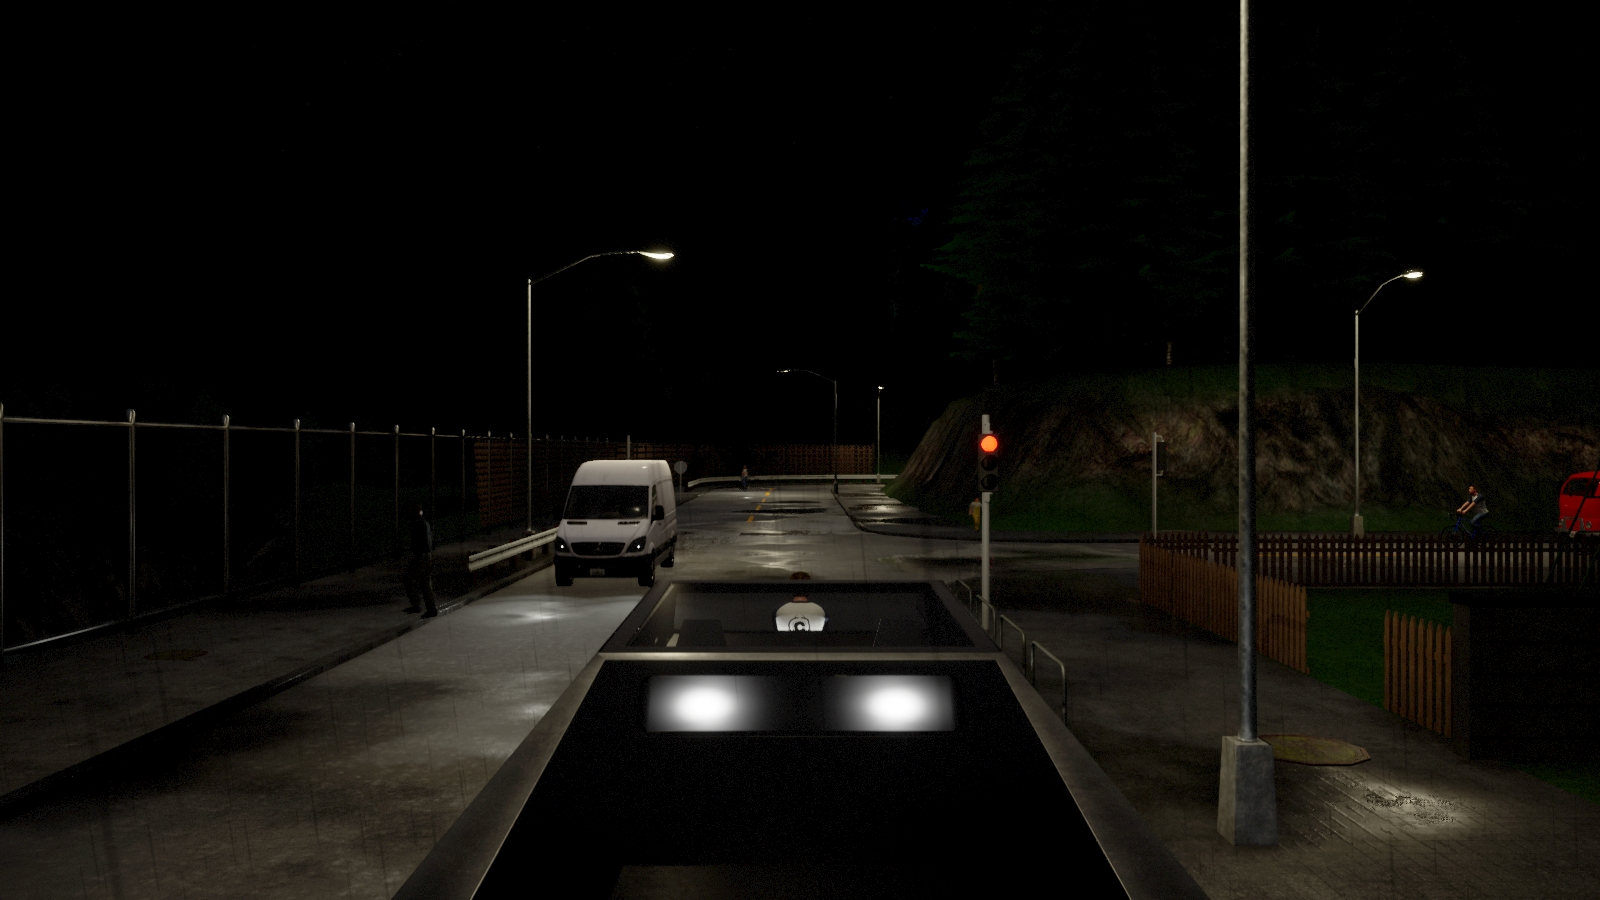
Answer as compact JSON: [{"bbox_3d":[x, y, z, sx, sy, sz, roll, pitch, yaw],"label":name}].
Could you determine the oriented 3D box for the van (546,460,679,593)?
[{"bbox_3d":[-3.990,1.525,25.402,1.988,2.561,5.915,0,0,0],"label":"van"}]

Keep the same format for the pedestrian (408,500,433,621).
[{"bbox_3d":[-5.990,1.738,18.052,0.375,1.860,0.375,0,0,-17],"label":"pedestrian"}]

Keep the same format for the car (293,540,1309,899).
[{"bbox_3d":[0.002,1.759,5.826,2.390,2.098,6.274,0,0,0],"label":"car"}]

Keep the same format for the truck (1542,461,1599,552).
[{"bbox_3d":[24.435,1.556,32.287,5.204,2.467,2.627,0,0,0],"label":"truck"}]

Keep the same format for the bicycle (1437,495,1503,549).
[{"bbox_3d":[18.925,2.043,32.290,1.643,1.496,0.373,0,0,0],"label":"bicycle"}]

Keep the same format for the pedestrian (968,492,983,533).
[{"bbox_3d":[5.642,2.002,36.695,0.375,1.300,0.375,0,0,-11],"label":"pedestrian"}]
